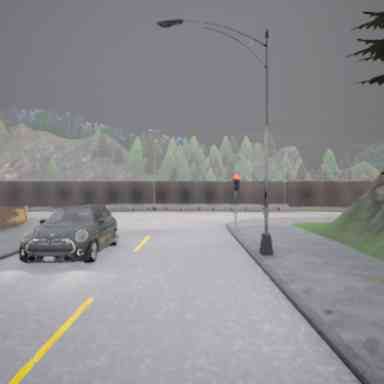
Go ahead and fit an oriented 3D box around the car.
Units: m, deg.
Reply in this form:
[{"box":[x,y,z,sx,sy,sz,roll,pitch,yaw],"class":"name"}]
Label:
[{"box":[-4.001,1.265,11.560,2.097,1.767,4.553,0,0,0],"class":"car"}]
